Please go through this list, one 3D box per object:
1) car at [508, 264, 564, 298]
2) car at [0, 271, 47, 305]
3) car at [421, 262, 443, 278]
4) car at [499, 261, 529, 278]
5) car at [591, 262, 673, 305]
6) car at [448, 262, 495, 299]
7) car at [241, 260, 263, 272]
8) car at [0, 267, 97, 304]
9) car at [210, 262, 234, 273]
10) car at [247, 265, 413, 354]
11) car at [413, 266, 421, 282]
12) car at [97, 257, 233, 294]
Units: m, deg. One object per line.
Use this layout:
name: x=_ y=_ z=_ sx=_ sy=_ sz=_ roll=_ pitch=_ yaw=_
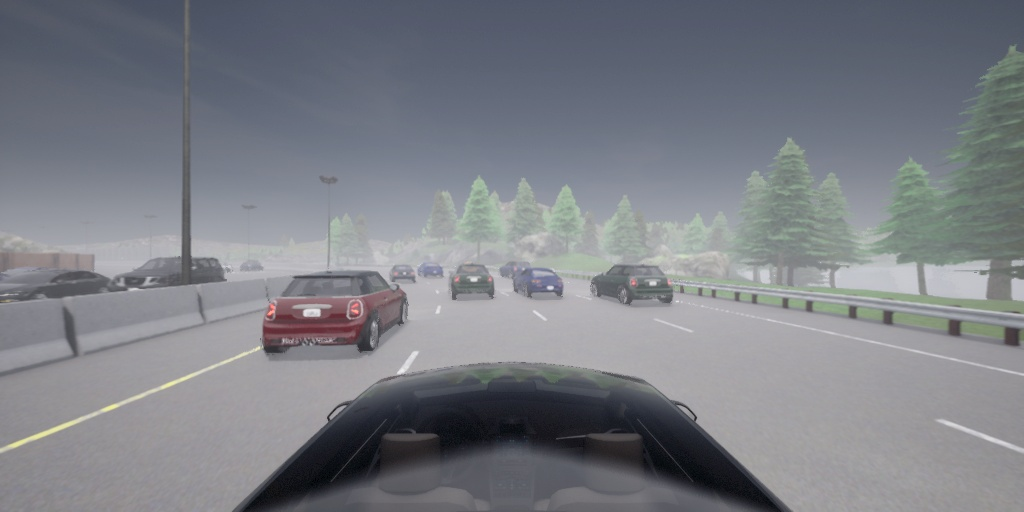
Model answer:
car: x=1.308 y=1.343 z=19.140 sx=1.812 sy=1.442 sz=4.674 roll=0 pitch=0 yaw=-12
car: x=-23.001 y=1.397 z=15.115 sx=1.994 sy=1.385 sz=4.181 roll=0 pitch=0 yaw=-15
car: x=-8.412 y=1.376 z=36.562 sx=1.882 sy=1.535 sz=5.008 roll=0 pitch=0 yaw=-25
car: x=0.315 y=1.229 z=34.028 sx=2.097 sy=1.767 sz=4.553 roll=0 pitch=0 yaw=-21
car: x=5.366 y=1.154 z=16.652 sx=2.097 sy=1.767 sz=4.553 roll=0 pitch=0 yaw=-9
car: x=-2.269 y=1.173 z=19.080 sx=2.097 sy=1.767 sz=4.553 roll=0 pitch=0 yaw=-12
car: x=-38.152 y=1.353 z=52.719 sx=4.553 sy=1.767 sz=2.097 roll=0 pitch=0 yaw=42
car: x=-19.378 y=1.332 z=14.980 sx=1.837 sy=1.490 sz=4.892 roll=0 pitch=0 yaw=-14
car: x=-40.707 y=1.520 z=50.279 sx=4.674 sy=1.442 sz=1.812 roll=0 pitch=0 yaw=42
car: x=-4.082 y=1.136 z=9.090 sx=2.097 sy=1.767 sz=4.553 roll=0 pitch=0 yaw=-5
car: x=-9.283 y=1.422 z=30.135 sx=2.033 sy=1.411 sz=5.357 roll=0 pitch=0 yaw=-22
car: x=-16.346 y=1.055 z=17.462 sx=2.150 sy=2.045 sz=5.566 roll=0 pitch=0 yaw=-15
